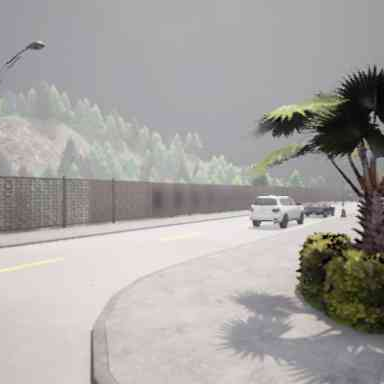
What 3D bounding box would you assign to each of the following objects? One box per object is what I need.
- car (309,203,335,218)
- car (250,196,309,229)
[{"bbox_3d":[12.202,1.685,31.645,1.895,1.301,4.718,0,0,35],"label":"car"},{"bbox_3d":[5.928,1.295,22.795,2.150,2.045,5.566,0,0,36],"label":"car"}]
